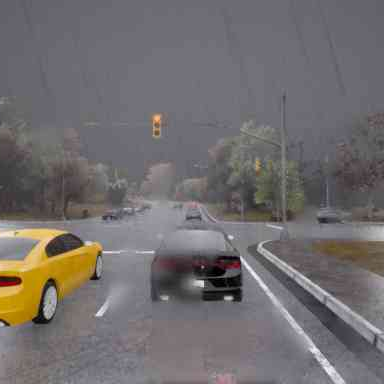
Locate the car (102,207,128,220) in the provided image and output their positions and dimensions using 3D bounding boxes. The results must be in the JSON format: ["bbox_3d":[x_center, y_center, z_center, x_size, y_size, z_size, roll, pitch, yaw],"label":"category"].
[{"bbox_3d":[-10.507,3.000,44.739,2.033,1.411,5.357,0,-2,1],"label":"car"}]

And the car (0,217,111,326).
[{"bbox_3d":[-3.404,1.542,7.274,1.882,1.535,5.008,0,-1,0],"label":"car"}]

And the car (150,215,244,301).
[{"bbox_3d":[0.104,1.565,8.515,1.882,1.535,5.008,0,-1,0],"label":"car"}]

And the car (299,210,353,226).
[{"bbox_3d":[12.672,2.424,31.546,4.902,1.511,2.128,0,-2,-2],"label":"car"}]

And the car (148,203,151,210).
[{"bbox_3d":[-10.325,3.227,75.295,2.033,1.411,5.357,0,0,0],"label":"car"}]

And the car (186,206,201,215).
[{"bbox_3d":[0.226,3.020,44.804,1.994,1.385,4.181,0,-2,0],"label":"car"}]

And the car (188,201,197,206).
[{"bbox_3d":[0.182,3.009,80.314,2.097,1.767,4.553,0,0,0],"label":"car"}]

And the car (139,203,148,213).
[{"bbox_3d":[-10.391,3.243,64.715,2.128,1.511,4.902,0,0,1],"label":"car"}]

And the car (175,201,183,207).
[{"bbox_3d":[-3.417,3.163,86.728,1.994,1.385,4.181,0,0,-3],"label":"car"}]

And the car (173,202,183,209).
[{"bbox_3d":[-3.322,3.180,76.660,1.837,1.490,4.892,0,0,0],"label":"car"}]

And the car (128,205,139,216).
[{"bbox_3d":[-10.457,3.209,54.610,1.812,1.442,4.674,0,-1,0],"label":"car"}]
